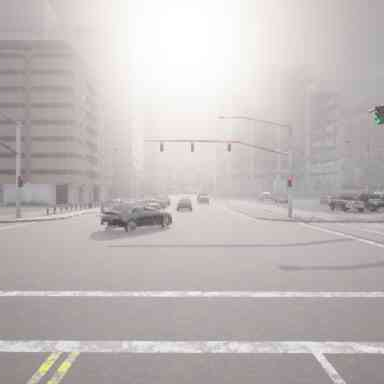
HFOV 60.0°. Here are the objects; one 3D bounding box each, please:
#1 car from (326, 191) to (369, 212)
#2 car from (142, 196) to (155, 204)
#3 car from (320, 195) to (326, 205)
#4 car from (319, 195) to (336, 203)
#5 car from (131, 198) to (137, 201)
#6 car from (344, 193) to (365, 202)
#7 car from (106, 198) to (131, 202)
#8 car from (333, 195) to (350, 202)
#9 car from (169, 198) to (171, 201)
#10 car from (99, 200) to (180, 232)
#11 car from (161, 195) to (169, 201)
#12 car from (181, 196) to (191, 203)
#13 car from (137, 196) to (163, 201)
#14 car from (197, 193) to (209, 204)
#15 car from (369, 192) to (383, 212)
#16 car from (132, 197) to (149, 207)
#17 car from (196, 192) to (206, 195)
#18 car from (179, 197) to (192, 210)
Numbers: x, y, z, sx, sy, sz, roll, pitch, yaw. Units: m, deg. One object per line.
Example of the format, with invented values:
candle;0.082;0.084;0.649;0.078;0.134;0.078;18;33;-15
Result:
car;16.575;1.153;35.790;1.932;1.855;4.605;0;0;0
car;-8.256;1.477;63.506;1.882;1.535;5.008;0;0;0
car;22.090;1.395;53.230;1.970;1.475;3.806;0;0;0
car;27.785;1.395;68.360;1.970;1.475;3.806;0;0;0
car;-8.130;1.526;43.388;1.812;1.442;4.674;0;0;0
car;33.363;1.153;68.436;1.932;1.855;4.605;0;0;0
car;-8.061;1.491;34.239;2.128;1.511;4.902;0;0;0
car;30.680;1.364;68.373;1.784;1.438;3.905;0;0;0
car;-4.727;1.352;55.923;2.097;1.767;4.553;0;0;0
car;-3.237;1.491;20.057;2.128;1.511;4.902;1;0;37
car;-4.658;1.352;46.007;2.097;1.767;4.553;0;0;-1
car;-1.217;1.601;68.237;1.895;1.301;4.718;0;0;0
car;-4.584;1.505;36.864;1.837;1.490;4.892;0;0;0
car;2.284;1.477;64.662;1.882;1.535;5.008;0;0;0
car;19.470;1.156;35.750;1.905;1.878;3.866;0;0;0
car;-8.217;1.564;53.383;1.994;1.385;4.181;0;0;-1
car;2.202;1.051;74.466;2.150;2.045;5.566;0;0;0
car;-0.923;1.547;42.968;2.033;1.411;5.357;0;0;0
